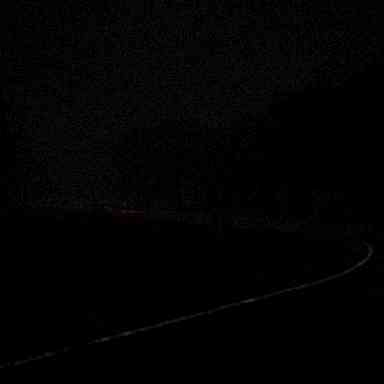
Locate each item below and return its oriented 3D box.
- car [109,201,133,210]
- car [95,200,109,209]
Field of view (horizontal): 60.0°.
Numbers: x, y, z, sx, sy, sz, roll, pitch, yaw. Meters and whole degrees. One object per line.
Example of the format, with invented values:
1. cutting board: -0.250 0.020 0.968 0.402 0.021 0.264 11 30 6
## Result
1. car: -11.003 2.166 52.807 1.812 1.442 4.674 2 -2 -34
2. car: -16.015 2.262 60.039 1.882 1.535 5.008 2 -2 -34
